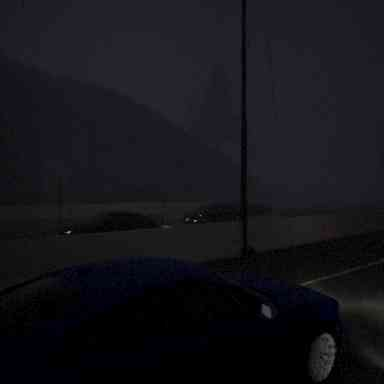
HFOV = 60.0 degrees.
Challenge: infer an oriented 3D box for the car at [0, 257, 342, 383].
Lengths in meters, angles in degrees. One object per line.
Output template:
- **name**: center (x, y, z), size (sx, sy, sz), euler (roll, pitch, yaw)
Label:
- **car**: center (-0.348, 1.484, 3.614), size (5.008, 1.535, 1.882), euler (0, 0, -36)

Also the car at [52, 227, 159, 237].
- **car**: center (-3.592, 1.549, 14.544), size (4.674, 1.442, 1.812), euler (0, 0, -38)

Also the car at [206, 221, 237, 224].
- **car**: center (1.542, 1.541, 23.161), size (4.892, 1.490, 1.837), euler (0, 0, -40)
